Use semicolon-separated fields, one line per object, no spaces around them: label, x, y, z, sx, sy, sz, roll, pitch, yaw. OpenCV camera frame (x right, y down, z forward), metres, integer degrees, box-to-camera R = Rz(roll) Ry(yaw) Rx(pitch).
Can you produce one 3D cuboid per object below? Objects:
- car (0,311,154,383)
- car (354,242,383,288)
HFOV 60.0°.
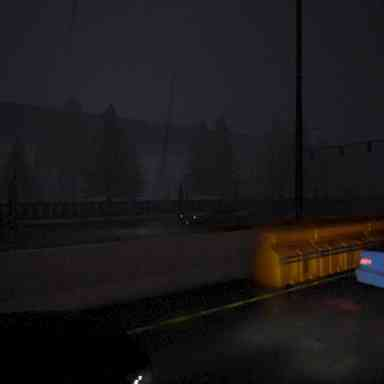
car;-2.533;1.492;1.938;4.902;1.511;2.128;0;0;-36
car;6.111;1.545;8.108;5.357;1.411;2.033;0;0;-36
